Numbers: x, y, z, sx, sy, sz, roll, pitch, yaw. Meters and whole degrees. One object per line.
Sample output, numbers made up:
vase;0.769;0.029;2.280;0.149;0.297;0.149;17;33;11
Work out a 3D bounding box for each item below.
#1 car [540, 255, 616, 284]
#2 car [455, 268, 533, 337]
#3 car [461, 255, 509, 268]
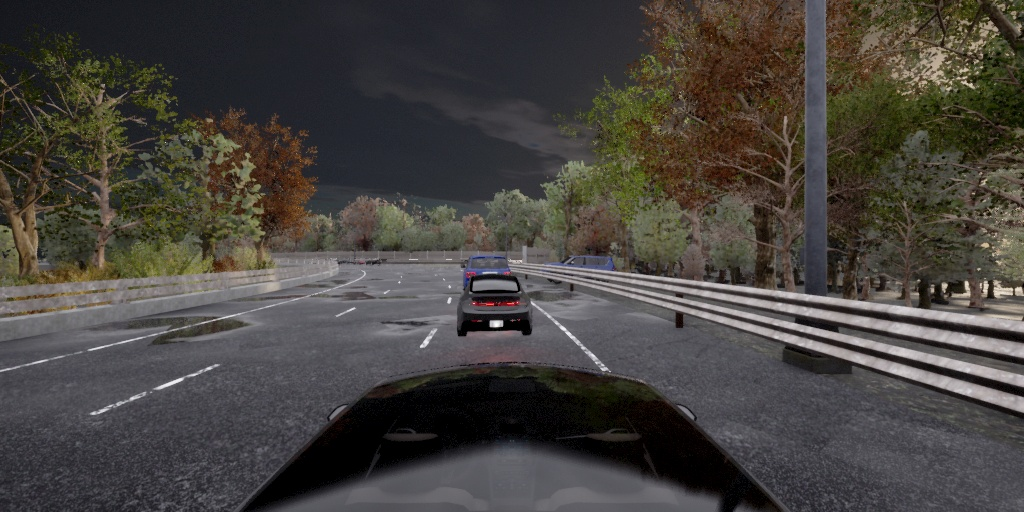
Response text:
car;4.829;0.957;26.150;5.566;2.045;2.150;3;1;-8
car;-0.557;1.255;10.361;1.837;1.490;4.892;0;0;-5
car;-1.328;0.971;17.837;2.150;2.045;5.566;0;0;-8
